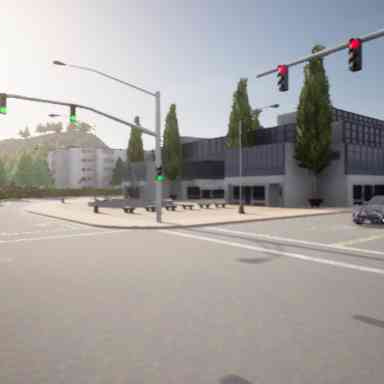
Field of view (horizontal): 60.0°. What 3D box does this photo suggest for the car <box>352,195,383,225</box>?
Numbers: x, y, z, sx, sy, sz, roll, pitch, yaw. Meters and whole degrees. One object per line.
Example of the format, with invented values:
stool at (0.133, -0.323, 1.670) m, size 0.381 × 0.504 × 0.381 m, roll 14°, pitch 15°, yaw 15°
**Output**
car at (11.147, 0.980, 19.049) m, size 4.553 × 1.767 × 2.097 m, roll -1°, pitch 1°, yaw -36°
